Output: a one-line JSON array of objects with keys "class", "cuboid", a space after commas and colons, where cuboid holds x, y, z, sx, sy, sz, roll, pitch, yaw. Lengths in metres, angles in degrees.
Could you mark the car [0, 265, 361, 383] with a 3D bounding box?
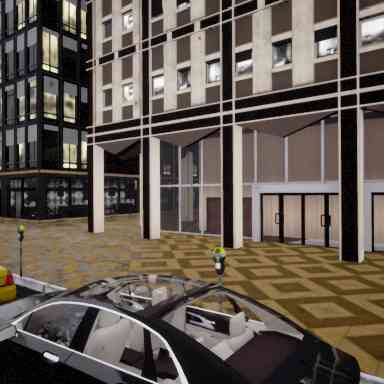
[{"class": "car", "cuboid": [-0.680, 1.551, 3.367, 4.403, 1.369, 2.008, 0, 0, 36]}]
